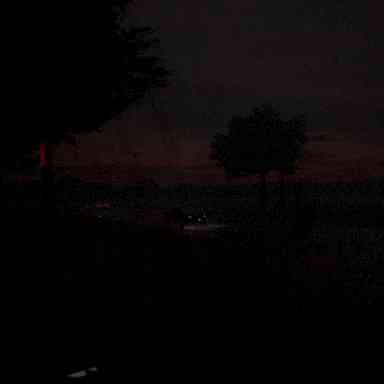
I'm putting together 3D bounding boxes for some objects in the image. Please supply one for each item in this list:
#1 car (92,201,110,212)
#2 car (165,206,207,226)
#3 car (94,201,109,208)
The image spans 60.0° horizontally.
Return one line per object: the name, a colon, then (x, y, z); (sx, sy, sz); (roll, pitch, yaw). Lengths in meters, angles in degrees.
car: (-13.606, 2.174, 49.615); (1.882, 1.535, 5.008); (-2, 0, -28)
car: (-0.644, 1.876, 27.475); (1.812, 1.442, 4.674); (-2, 1, -32)
car: (-17.684, 2.458, 65.026); (1.895, 1.301, 4.718); (-2, 0, -27)
